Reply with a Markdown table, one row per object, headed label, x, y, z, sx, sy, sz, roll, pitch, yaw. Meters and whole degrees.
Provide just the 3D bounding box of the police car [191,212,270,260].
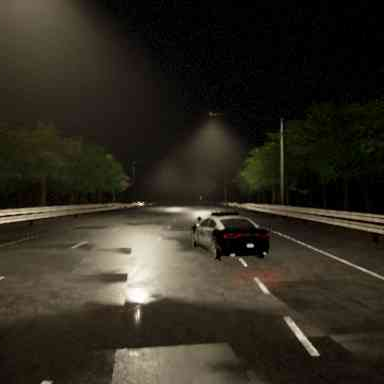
| label | x | y | z | sx | sy | sz | roll | pitch | yaw |
| --- | --- | --- | --- | --- | --- | --- | --- | --- | --- |
| police car | 1.293 | 1.622 | 13.497 | 1.930 | 1.638 | 5.238 | 0 | -1 | -14 |
